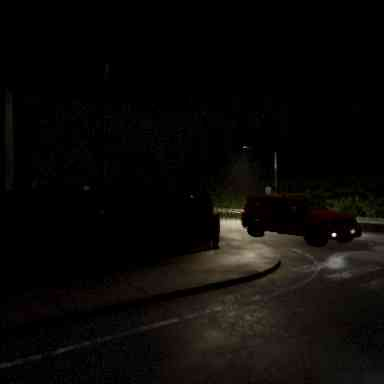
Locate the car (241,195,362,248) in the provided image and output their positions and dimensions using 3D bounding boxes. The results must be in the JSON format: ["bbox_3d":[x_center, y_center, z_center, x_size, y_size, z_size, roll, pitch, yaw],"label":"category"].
[{"bbox_3d":[4.704,1.182,15.268,2.150,2.045,5.566,0,0,-35],"label":"car"}]
